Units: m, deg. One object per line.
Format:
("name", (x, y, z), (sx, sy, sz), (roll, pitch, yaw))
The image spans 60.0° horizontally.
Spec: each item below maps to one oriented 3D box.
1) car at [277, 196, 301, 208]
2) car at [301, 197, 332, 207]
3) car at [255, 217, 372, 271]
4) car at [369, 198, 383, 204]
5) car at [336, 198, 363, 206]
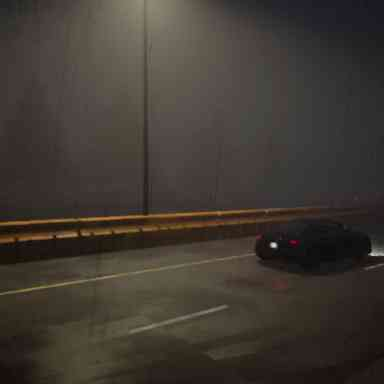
("car", (13.449, 1.340, 45.056), (5.008, 1.535, 1.882), (0, 0, -43))
("car", (16.412, 1.383, 43.025), (4.674, 1.442, 1.812), (0, 0, -43))
("car", (4.048, 1.528, 10.939), (4.181, 1.385, 1.994), (0, 0, -35))
("car", (22.241, 1.412, 38.918), (4.181, 1.385, 1.994), (0, 0, -44))
("car", (19.470, 1.416, 41.109), (4.181, 1.385, 1.994), (0, 0, -44))
